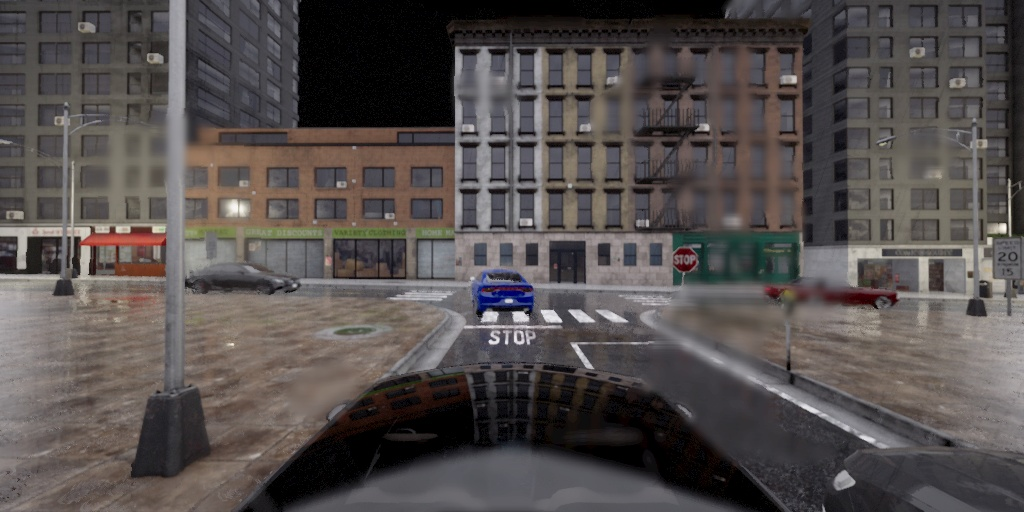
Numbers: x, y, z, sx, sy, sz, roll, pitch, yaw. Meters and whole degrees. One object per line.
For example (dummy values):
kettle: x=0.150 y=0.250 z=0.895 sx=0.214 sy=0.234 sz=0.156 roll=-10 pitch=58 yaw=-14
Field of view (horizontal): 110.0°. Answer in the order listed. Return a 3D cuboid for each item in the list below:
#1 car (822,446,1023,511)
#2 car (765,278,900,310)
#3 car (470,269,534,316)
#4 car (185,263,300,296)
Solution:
car: x=2.632 y=1.300 z=0.275 sx=2.007 sy=1.370 sz=4.403 roll=0 pitch=0 yaw=0
car: x=14.485 y=1.698 z=16.342 sx=4.718 sy=1.301 sz=1.895 roll=1 pitch=0 yaw=0
car: x=-0.522 y=1.230 z=13.607 sx=1.882 sy=1.535 sz=5.008 roll=1 pitch=0 yaw=-10
car: x=-12.364 y=1.054 z=16.571 sx=4.674 sy=1.442 sz=1.812 roll=1 pitch=0 yaw=0
